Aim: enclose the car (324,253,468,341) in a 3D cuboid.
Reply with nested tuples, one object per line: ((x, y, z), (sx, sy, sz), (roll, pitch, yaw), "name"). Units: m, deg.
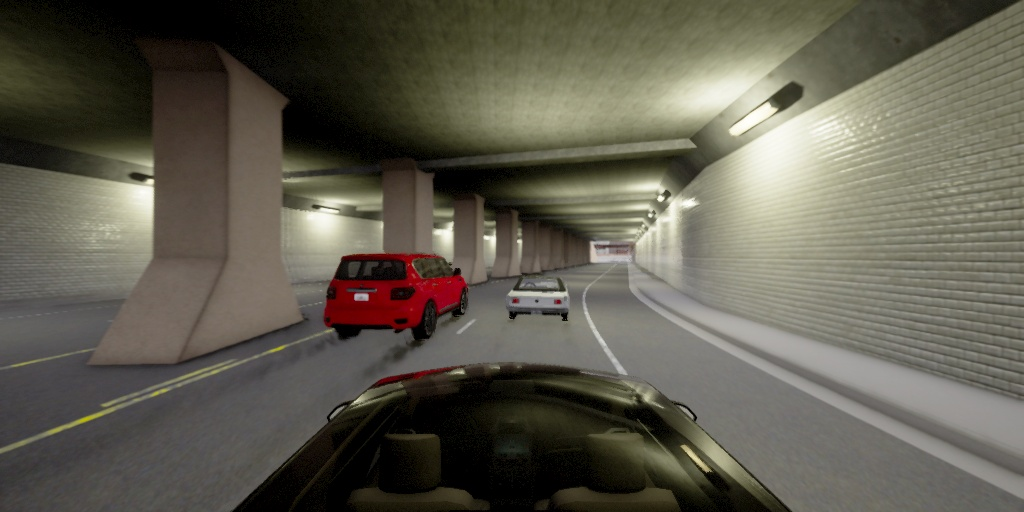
((-2.807, 0.939, 10.033), (2.150, 2.045, 5.566), (0, 0, 6), "car")

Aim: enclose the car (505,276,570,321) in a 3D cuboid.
((1.026, 1.333, 12.511), (1.895, 1.301, 4.718), (0, 0, 8), "car")

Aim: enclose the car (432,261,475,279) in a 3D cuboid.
((-5.143, 1.183, 32.194), (1.812, 1.442, 4.674), (0, 0, 18), "car")
